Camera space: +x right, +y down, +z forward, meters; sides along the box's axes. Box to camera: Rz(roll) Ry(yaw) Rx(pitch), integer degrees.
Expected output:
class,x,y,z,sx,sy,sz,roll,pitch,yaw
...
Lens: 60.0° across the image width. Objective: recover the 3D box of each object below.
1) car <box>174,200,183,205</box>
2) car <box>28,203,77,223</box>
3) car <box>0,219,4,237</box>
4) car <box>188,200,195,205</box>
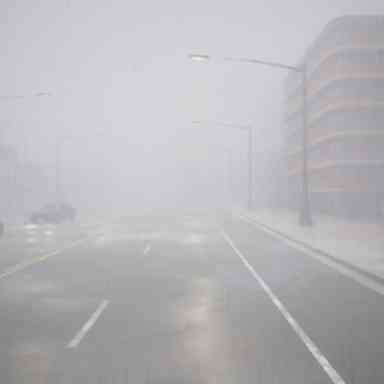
class,x,y,z,sx,sy,sz,roll,pitch,yaw
car,-3.624,2.767,86.770,1.837,1.490,4.892,0,-2,0
car,-10.619,1.570,25.894,2.033,1.411,5.357,0,0,0
car,-10.615,1.606,15.350,1.994,1.385,4.181,0,0,0
car,-0.124,2.739,86.675,1.882,1.535,5.008,0,-2,0
